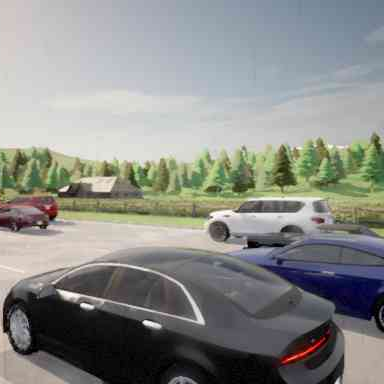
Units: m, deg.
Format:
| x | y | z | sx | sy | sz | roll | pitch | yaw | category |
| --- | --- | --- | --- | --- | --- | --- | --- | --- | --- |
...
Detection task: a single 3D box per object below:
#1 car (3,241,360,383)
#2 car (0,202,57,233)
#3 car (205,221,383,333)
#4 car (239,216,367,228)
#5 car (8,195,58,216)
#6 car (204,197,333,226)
| x | y | z | sx | sy | sz | roll | pitch | yaw | category |
| --- | --- | --- | --- | --- | --- | --- | --- | --- | --- |
| -0.645 | 1.510 | 4.453 | 4.892 | 1.490 | 1.837 | 0 | 0 | 36 | car |
| -10.437 | 1.559 | 20.021 | 4.674 | 1.442 | 1.812 | 0 | 0 | 35 | car |
| 2.573 | 1.528 | 6.455 | 4.674 | 1.442 | 1.812 | 0 | 0 | 36 | car |
| 3.948 | 1.605 | 9.775 | 4.718 | 1.301 | 1.895 | 0 | 0 | 36 | car |
| -12.782 | 1.264 | 26.010 | 5.566 | 2.045 | 2.150 | 0 | 0 | 35 | car |
| 3.237 | 1.231 | 14.581 | 5.566 | 2.045 | 2.150 | 0 | 0 | 36 | car |
